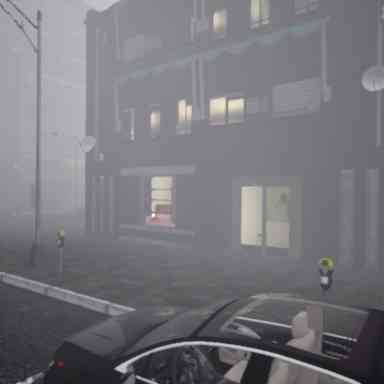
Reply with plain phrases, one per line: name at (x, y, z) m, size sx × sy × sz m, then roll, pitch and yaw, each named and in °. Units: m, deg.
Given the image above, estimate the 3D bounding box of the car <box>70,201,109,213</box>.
car at (-13.057, 1.871, 42.516) m, size 1.887 × 1.381 × 4.507 m, roll 0°, pitch 0°, yaw 36°

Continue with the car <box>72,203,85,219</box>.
car at (-9.585, 1.947, 33.089) m, size 1.947 × 1.339 × 4.313 m, roll 0°, pitch 0°, yaw 36°

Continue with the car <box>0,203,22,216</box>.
car at (-19.610, 1.787, 33.598) m, size 2.008 × 1.369 × 4.403 m, roll 0°, pitch 0°, yaw 36°

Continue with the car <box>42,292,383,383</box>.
car at (0.569, 1.555, 2.613) m, size 4.403 × 1.369 × 2.008 m, roll 0°, pitch 1°, yaw 36°
